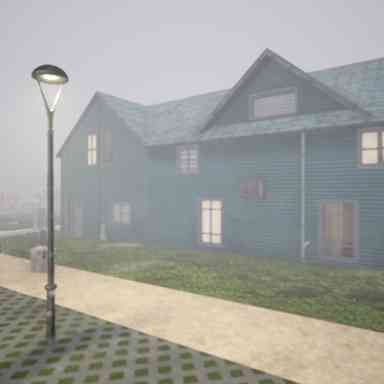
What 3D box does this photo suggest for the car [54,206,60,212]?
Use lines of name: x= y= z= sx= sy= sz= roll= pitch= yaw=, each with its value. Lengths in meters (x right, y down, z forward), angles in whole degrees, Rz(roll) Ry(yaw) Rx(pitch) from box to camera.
car: x=-18.736 y=2.310 z=50.574 sx=1.812 sy=1.442 sz=4.674 roll=0 pitch=-1 yaw=20
